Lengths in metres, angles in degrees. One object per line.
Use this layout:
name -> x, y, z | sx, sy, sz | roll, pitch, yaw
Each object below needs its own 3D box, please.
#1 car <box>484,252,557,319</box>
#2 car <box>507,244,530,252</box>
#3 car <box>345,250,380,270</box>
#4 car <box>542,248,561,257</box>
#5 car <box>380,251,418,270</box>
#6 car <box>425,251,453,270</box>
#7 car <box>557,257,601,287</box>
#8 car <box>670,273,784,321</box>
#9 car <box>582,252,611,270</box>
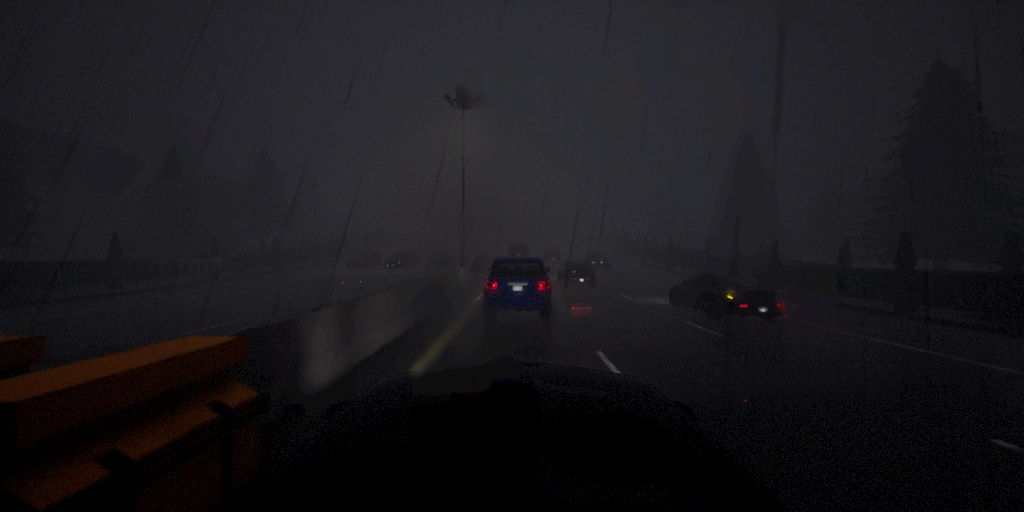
car -> 0.248, 1.000, 13.230 | 2.150, 2.045, 5.566 | 0, 1, 2
car -> 0.648, -0.264, 36.063 | 2.150, 2.045, 5.566 | 0, 6, 1
car -> -13.598, 0.285, 33.130 | 1.882, 1.535, 5.008 | 0, 5, 1
car -> 4.183, -0.179, 38.174 | 1.812, 1.442, 4.674 | 0, 6, 1
car -> -10.099, 0.319, 33.039 | 1.837, 1.490, 4.892 | 0, 5, 1
car -> -6.599, 0.337, 33.007 | 1.812, 1.442, 4.674 | 0, 5, 1
car -> 3.921, 1.018, 22.317 | 1.837, 1.490, 4.892 | 0, 1, 1
car -> 7.235, 1.311, 12.555 | 1.812, 1.442, 4.674 | 0, 1, 1
car -> 7.588, 0.374, 32.670 | 2.033, 1.411, 5.357 | 0, 5, 1
